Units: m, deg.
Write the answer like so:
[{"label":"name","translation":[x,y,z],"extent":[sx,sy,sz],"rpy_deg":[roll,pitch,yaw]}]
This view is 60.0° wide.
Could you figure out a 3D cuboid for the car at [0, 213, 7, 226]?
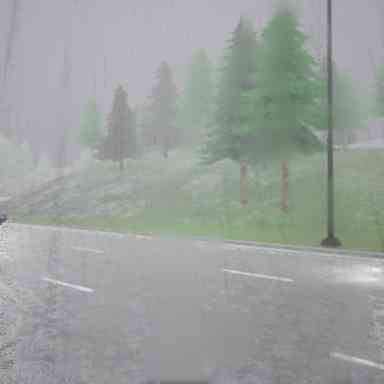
[{"label":"car","translation":[-14.991,1.741,23.278],"extent":[4.718,1.301,1.895],"rpy_deg":[0,0,35]}]
